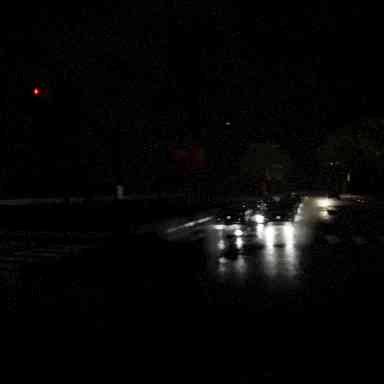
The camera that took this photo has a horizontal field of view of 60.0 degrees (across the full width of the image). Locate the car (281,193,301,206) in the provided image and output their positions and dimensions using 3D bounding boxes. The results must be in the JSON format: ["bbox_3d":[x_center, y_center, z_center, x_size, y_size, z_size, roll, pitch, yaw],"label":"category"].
[{"bbox_3d":[9.013,1.208,31.432,1.882,1.535,5.008,-2,0,19],"label":"car"}]

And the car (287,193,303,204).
[{"bbox_3d":[16.023,0.964,51.694,2.128,1.511,4.902,-2,0,20],"label":"car"}]

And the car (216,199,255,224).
[{"bbox_3d":[3.078,1.486,24.156,1.994,1.385,4.181,-2,0,19],"label":"car"}]

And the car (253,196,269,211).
[{"bbox_3d":[6.277,1.405,33.456,1.895,1.301,4.718,-2,0,19],"label":"car"}]

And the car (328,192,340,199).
[{"bbox_3d":[27.198,0.641,63.814,1.812,1.442,4.674,-2,0,19],"label":"car"}]

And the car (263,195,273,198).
[{"bbox_3d":[9.691,1.155,43.373,1.882,1.535,5.008,-2,0,19],"label":"car"}]

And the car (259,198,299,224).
[{"bbox_3d":[6.105,1.402,22.953,1.994,1.385,4.181,-2,0,19],"label":"car"}]
